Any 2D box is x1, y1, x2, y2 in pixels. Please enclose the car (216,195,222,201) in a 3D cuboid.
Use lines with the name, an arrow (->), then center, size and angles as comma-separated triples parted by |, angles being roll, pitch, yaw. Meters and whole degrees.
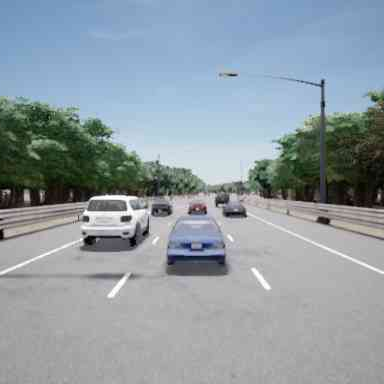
car -> 7.392, 1.704, 90.733 | 1.837, 1.490, 4.892 | 0, 0, 5

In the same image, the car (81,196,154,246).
car -> -3.311, 1.194, 15.373 | 2.150, 2.045, 5.566 | 0, 0, 1

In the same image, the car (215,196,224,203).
car -> 6.263, 1.696, 76.920 | 1.994, 1.385, 4.181 | 0, 0, 5

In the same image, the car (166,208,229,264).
car -> 0.147, 1.524, 11.629 | 2.033, 1.411, 5.357 | 0, 0, 1

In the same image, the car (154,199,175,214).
car -> -2.917, 1.476, 33.524 | 1.837, 1.490, 4.892 | 0, 0, 2

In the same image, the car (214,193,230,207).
car -> 4.680, 1.238, 51.199 | 2.150, 2.045, 5.566 | 0, 0, 3

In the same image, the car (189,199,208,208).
car -> 0.621, 1.500, 34.695 | 1.812, 1.442, 4.674 | 0, 0, 2

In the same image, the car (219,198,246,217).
car -> 3.909, 1.536, 31.150 | 1.994, 1.385, 4.181 | 0, 0, 2
